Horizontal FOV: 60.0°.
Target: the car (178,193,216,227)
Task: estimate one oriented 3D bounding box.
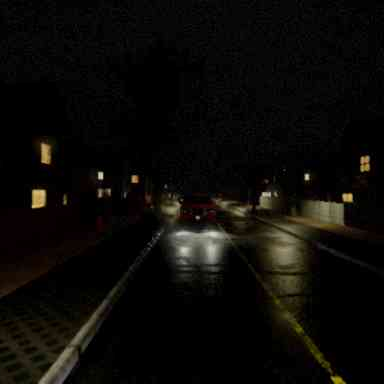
[{"bbox_3d":[0.332,1.095,21.939,2.150,2.045,5.566,0,0,0],"label":"car"}]
